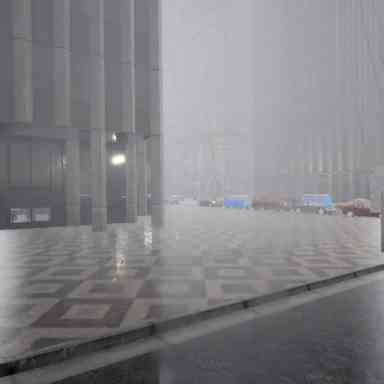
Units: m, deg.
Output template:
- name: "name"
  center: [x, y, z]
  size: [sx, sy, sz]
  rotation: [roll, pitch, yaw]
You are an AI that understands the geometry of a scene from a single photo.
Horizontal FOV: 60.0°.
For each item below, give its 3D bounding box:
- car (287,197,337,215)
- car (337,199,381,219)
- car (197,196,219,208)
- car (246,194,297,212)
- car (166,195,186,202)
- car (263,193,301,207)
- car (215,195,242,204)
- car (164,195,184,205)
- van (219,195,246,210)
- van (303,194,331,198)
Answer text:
- name: "car"
  center: [12.210, 1.549, 33.351]
  size: [2.008, 1.369, 4.403]
  rotation: [-1, 1, -36]
- name: "car"
  center: [15.428, 1.566, 28.859]
  size: [1.887, 1.381, 4.507]
  rotation: [-1, 1, -36]
- name: "car"
  center: [2.557, 1.371, 46.825]
  size: [1.967, 1.590, 4.097]
  rotation: [-1, 1, -36]
- name: "car"
  center: [8.991, 1.290, 37.840]
  size: [2.192, 1.841, 5.009]
  rotation: [-1, 1, -36]
- name: "car"
  center: [-3.359, 1.257, 69.753]
  size: [2.008, 1.369, 4.403]
  rotation: [-1, 1, -36]
- name: "car"
  center: [12.717, 1.130, 47.287]
  size: [2.192, 1.841, 5.009]
  rotation: [-1, 1, -36]
- name: "car"
  center: [6.189, 1.296, 56.413]
  size: [1.752, 1.417, 4.829]
  rotation: [-1, 1, -36]
- name: "car"
  center: [-3.878, 1.439, 55.810]
  size: [2.008, 1.369, 4.403]
  rotation: [-1, 1, -36]
- name: "van"
  center: [5.773, 1.294, 42.333]
  size: [1.690, 1.788, 3.998]
  rotation: [-1, 1, -36]
- name: "van"
  center: [15.933, 1.178, 42.795]
  size: [1.690, 1.788, 3.998]
  rotation: [-1, 1, -36]
